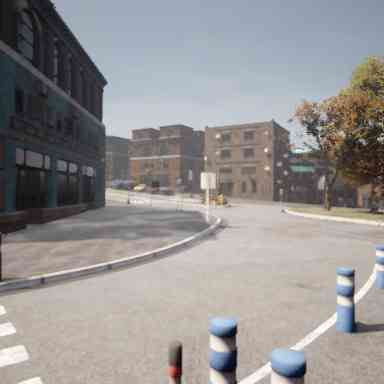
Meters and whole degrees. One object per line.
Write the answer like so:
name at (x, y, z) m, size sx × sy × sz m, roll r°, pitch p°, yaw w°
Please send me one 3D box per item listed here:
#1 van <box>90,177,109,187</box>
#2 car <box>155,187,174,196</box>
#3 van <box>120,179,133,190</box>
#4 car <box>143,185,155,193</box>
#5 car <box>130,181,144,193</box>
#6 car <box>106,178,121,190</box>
van at (-20.110, -2.180, 72.285) m, size 1.878 × 1.987 × 4.442 m, roll 6°, pitch 2°, yaw 12°
car at (-4.670, -0.170, 62.805) m, size 2.231 × 1.521 × 4.892 m, roll 5°, pitch 2°, yaw 12°
van at (-12.345, -1.291, 67.717) m, size 1.878 × 1.987 × 4.442 m, roll 5°, pitch 2°, yaw 12°
car at (-7.240, -0.429, 64.414) m, size 2.002 × 1.452 × 4.674 m, roll 6°, pitch 2°, yaw 12°
car at (-9.849, -0.766, 65.828) m, size 1.946 × 1.575 × 5.366 m, roll 6°, pitch 2°, yaw 12°
car at (-14.938, -1.611, 69.172) m, size 2.435 × 2.045 × 5.566 m, roll 6°, pitch 2°, yaw 12°
